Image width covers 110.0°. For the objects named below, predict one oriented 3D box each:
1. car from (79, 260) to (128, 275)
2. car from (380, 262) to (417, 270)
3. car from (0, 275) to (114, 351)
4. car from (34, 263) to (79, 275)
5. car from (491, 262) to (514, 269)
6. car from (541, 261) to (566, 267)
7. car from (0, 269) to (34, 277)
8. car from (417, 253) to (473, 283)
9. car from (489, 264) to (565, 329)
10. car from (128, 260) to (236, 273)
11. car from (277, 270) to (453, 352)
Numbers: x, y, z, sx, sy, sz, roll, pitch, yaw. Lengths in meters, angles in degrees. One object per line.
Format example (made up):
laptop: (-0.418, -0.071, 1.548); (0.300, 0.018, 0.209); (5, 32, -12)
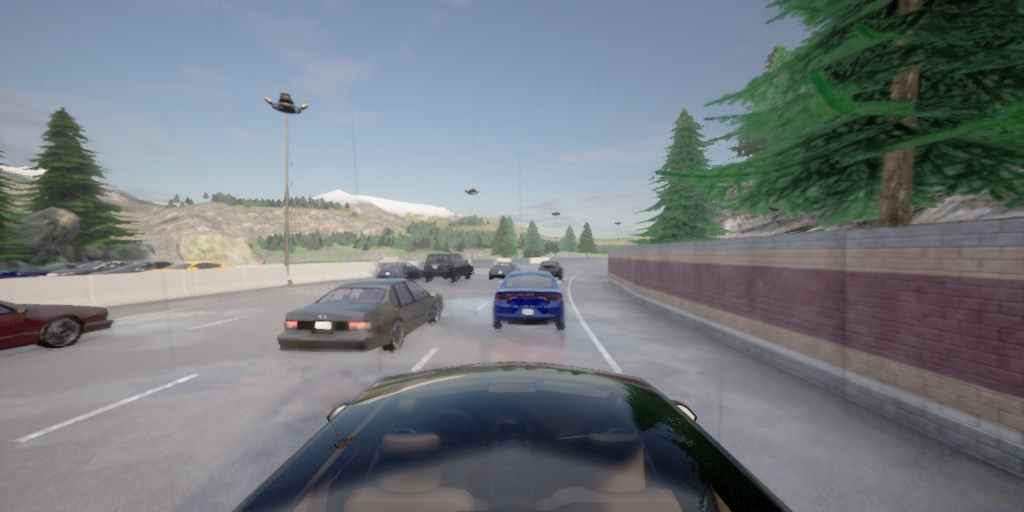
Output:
car: (-23.014, 1.068, 22.496); (1.837, 1.490, 4.892); (0, 0, 8)
car: (-8.023, 1.149, 26.172); (1.994, 1.385, 4.181); (0, 0, 10)
car: (-10.277, 1.241, 5.835); (2.033, 1.411, 5.357); (0, 0, 2)
car: (-26.439, 1.036, 23.276); (2.128, 1.511, 4.902); (0, 0, 8)
car: (-0.471, 1.160, 28.422); (1.994, 1.385, 4.181); (0, 0, 11)
car: (3.193, 1.111, 28.851); (1.837, 1.490, 4.892); (0, 0, 12)
car: (-29.916, 1.128, 23.686); (1.895, 1.301, 4.718); (0, 0, 8)
car: (-4.531, 0.818, 26.066); (2.150, 2.045, 5.566); (0, 0, 10)
car: (0.564, 1.176, 11.106); (1.882, 1.535, 5.008); (0, 0, 4)
car: (-19.559, 1.050, 21.927); (1.882, 1.535, 5.008); (0, 0, 8)
car: (-3.145, 1.247, 8.767); (2.033, 1.411, 5.357); (0, 0, 3)
